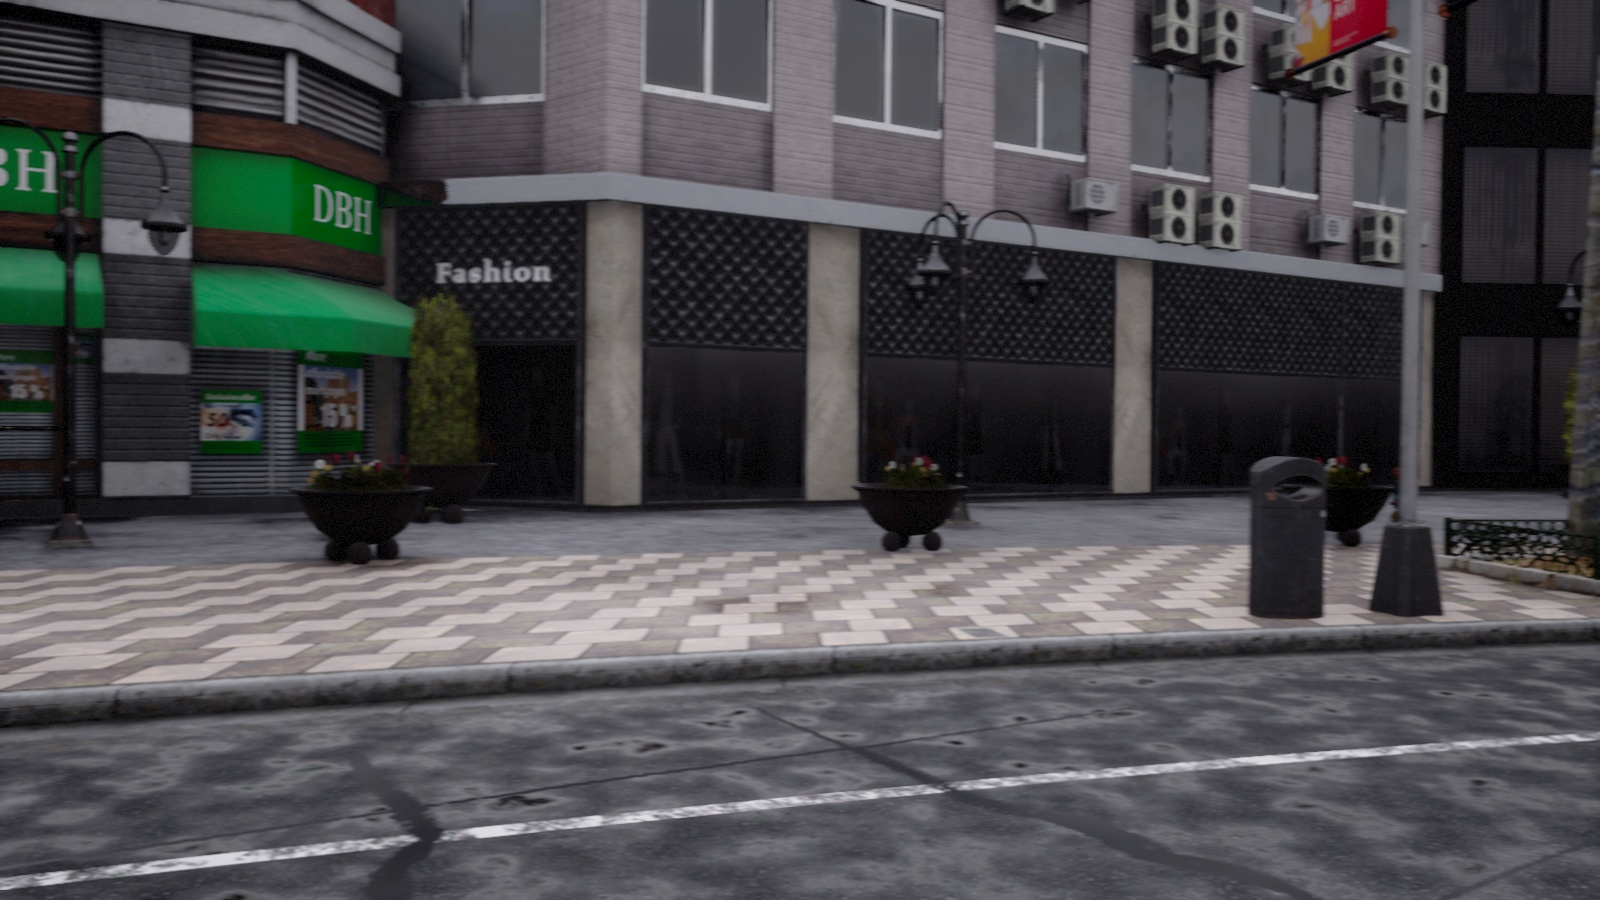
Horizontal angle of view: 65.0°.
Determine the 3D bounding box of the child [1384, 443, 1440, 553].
[{"bbox_3d":[6.811,0.523,13.987,0.448,1.192,0.343,-1,1,-19],"label":"child"}]
